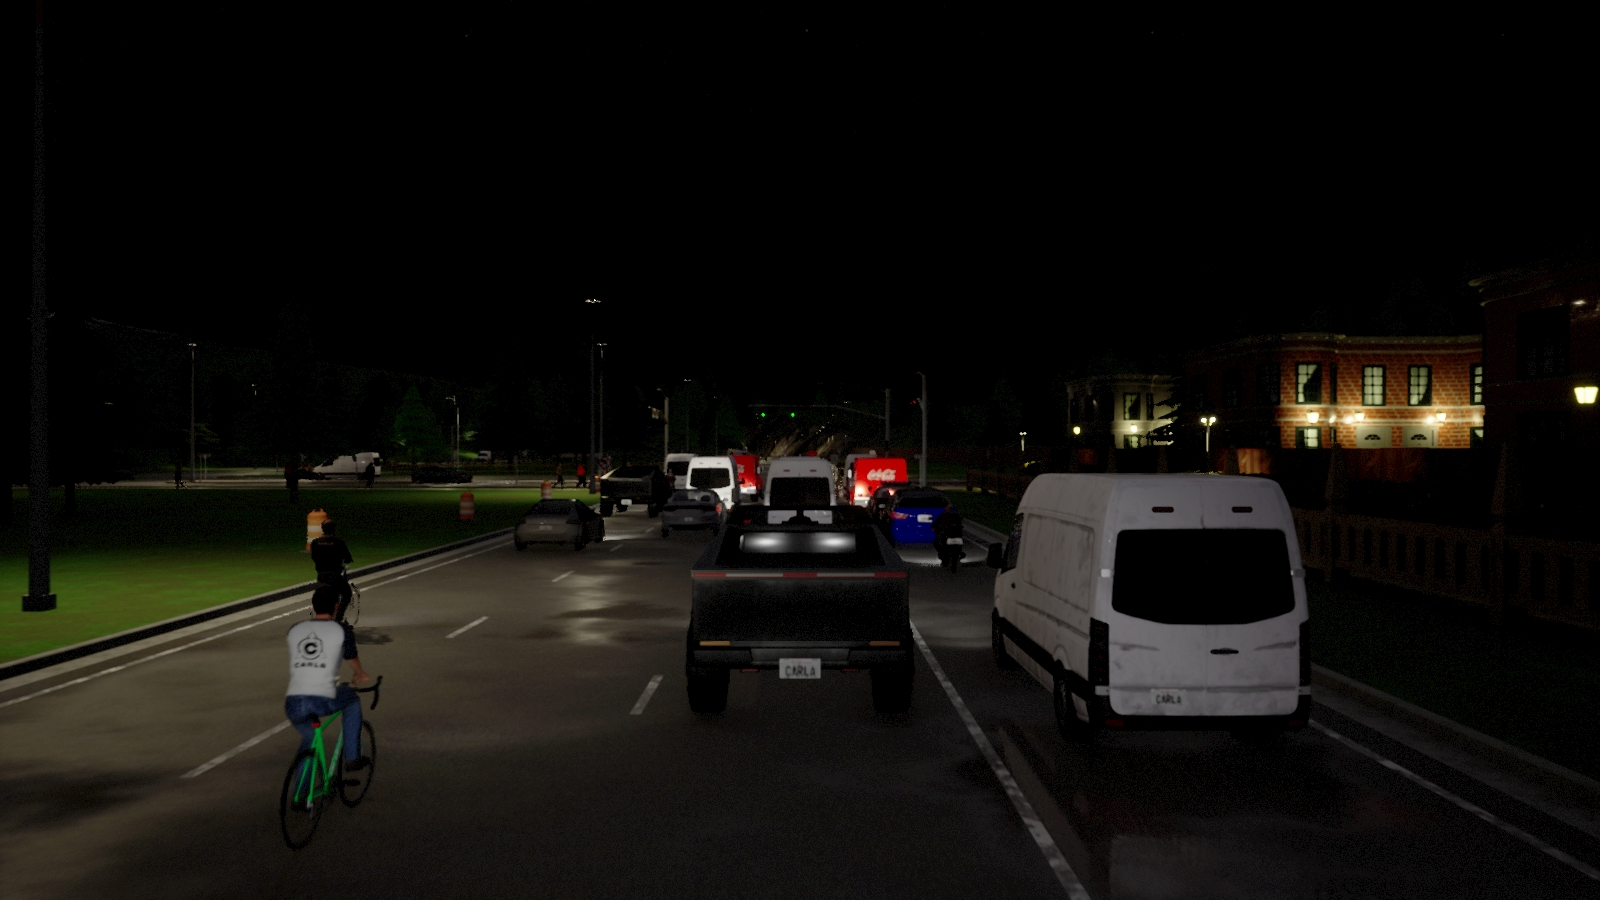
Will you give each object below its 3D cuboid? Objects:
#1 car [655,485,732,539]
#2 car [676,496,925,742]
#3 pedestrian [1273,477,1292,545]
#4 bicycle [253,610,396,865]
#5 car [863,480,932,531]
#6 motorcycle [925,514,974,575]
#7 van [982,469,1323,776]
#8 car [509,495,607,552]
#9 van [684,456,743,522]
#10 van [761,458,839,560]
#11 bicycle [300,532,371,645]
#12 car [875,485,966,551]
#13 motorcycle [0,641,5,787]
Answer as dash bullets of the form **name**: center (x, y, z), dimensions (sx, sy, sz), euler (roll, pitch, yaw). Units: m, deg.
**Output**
- **car**: center (-3.494, 2.025, 38.371), dimensions (2.097, 1.535, 5.006), euler (0, 0, 0)
- **car**: center (0.001, 1.750, 14.097), dimensions (2.390, 2.098, 6.274), euler (0, 0, 0)
- **pedestrian**: center (13.383, 1.689, 31.702), dimensions (0.375, 1.860, 0.375), euler (0, 0, 0)
- **bicycle**: center (-3.499, 2.054, 8.532), dimensions (0.373, 1.496, 1.643), euler (0, 0, 0)
- **car**: center (3.501, 1.973, 41.896), dimensions (2.097, 1.638, 5.238), euler (0, 0, 0)
- **motorcycle**: center (3.501, 2.199, 26.904), dimensions (0.867, 1.251, 2.209), euler (0, 0, 0)
- **van**: center (3.497, 1.530, 12.773), dimensions (1.988, 2.561, 5.915), euler (0, 0, 0)
- **car**: center (-6.999, 2.111, 33.475), dimensions (1.994, 1.385, 4.181), euler (0, 0, 0)
- **van**: center (-3.504, 1.524, 47.255), dimensions (1.988, 2.561, 5.915), euler (0, 0, 0)
- **van**: center (-0.003, 1.528, 32.146), dimensions (1.988, 2.561, 5.915), euler (0, 0, 0)
- **bicycle**: center (-7.005, 2.055, 17.305), dimensions (0.329, 1.471, 1.835), euler (0, 1, 0)
- **car**: center (3.500, 1.959, 34.014), dimensions (2.242, 1.667, 4.611), euler (0, 0, 0)
- **motorcycle**: center (-7.000, 2.184, 8.459), dimensions (0.803, 1.199, 2.033), euler (0, 0, 0)
